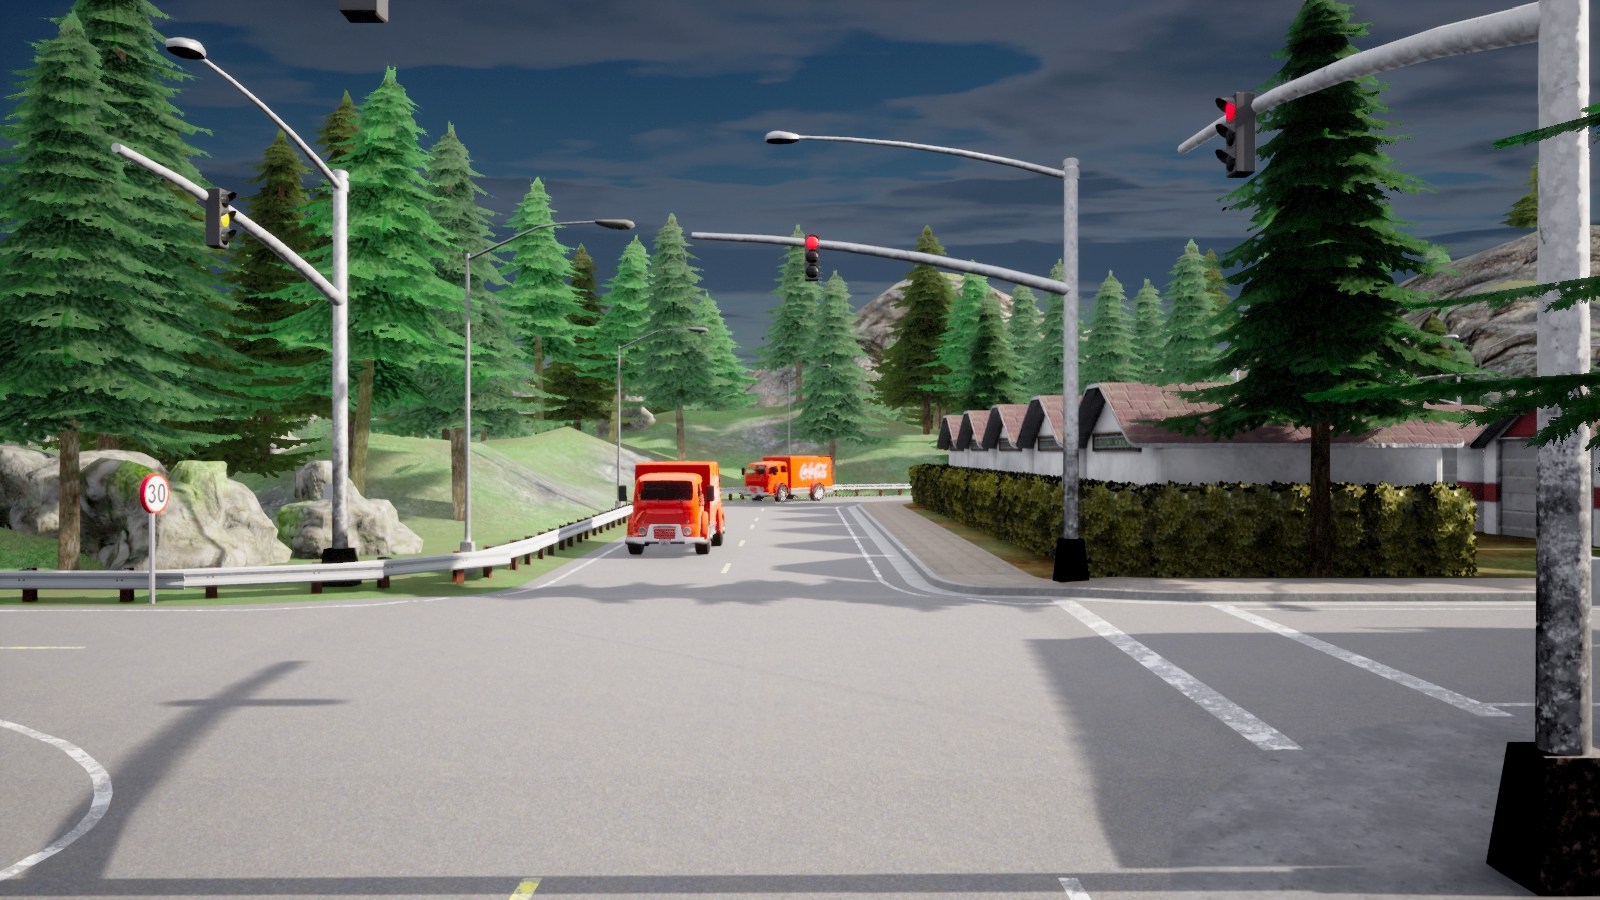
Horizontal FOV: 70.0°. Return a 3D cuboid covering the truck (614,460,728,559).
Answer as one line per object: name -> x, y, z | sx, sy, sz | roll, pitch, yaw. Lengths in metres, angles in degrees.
truck -> -3.498, 1.558, 32.089 | 2.627, 2.467, 5.204 | 0, 0, 0

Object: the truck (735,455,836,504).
truck -> -0.733, 1.546, 61.818 | 2.627, 2.467, 5.204 | -1, 0, 41
